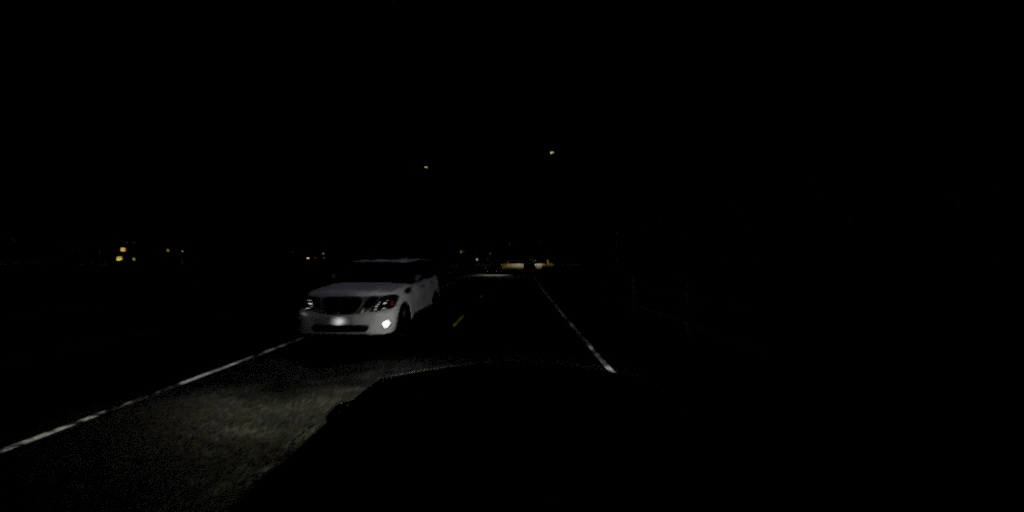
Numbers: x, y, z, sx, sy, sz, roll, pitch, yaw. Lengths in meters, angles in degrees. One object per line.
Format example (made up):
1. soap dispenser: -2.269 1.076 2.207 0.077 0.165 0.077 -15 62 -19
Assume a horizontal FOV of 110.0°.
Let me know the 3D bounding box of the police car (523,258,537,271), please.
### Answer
1. police car: 2.878 1.598 60.463 1.930 1.638 5.238 0 0 4

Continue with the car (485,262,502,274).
1. car: -2.423 1.564 48.022 1.882 1.535 5.008 0 -1 3

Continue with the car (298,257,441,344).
1. car: -3.530 1.036 10.160 2.150 2.045 5.566 0 -1 1
